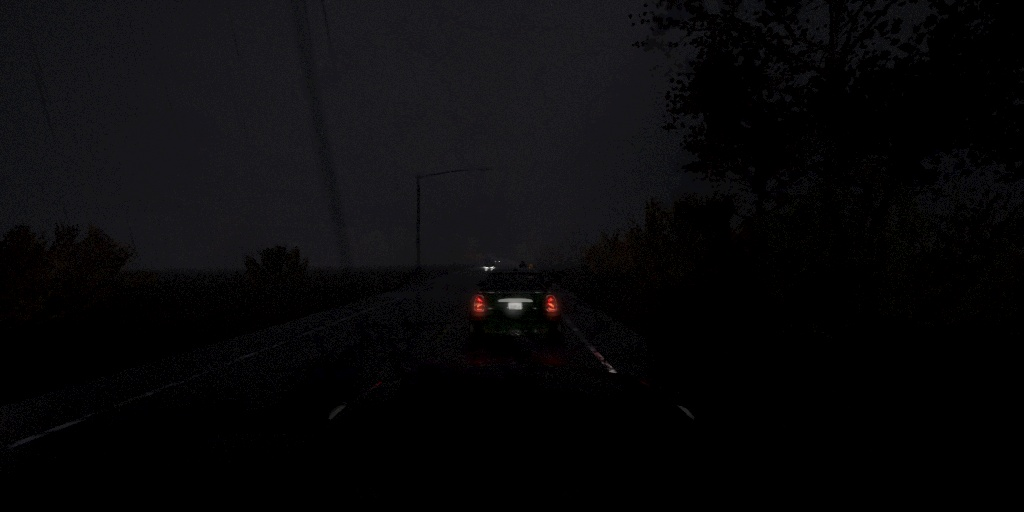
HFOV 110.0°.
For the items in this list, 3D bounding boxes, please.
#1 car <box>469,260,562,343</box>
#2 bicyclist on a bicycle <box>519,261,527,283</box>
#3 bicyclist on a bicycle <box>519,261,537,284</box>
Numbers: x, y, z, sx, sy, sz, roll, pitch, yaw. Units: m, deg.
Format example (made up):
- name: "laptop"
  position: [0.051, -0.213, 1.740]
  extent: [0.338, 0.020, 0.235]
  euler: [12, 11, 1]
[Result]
- name: "car"
  position: [0.067, 1.099, 9.862]
  extent: [2.097, 1.767, 4.553]
  euler: [0, 0, 0]
- name: "bicyclist on a bicycle"
  position: [0.824, 1.193, 27.323]
  extent: [0.582, 1.620, 1.656]
  euler: [0, 0, 0]
- name: "bicyclist on a bicycle"
  position: [0.893, 1.181, 17.207]
  extent: [0.866, 1.612, 1.509]
  euler: [0, 0, 0]
